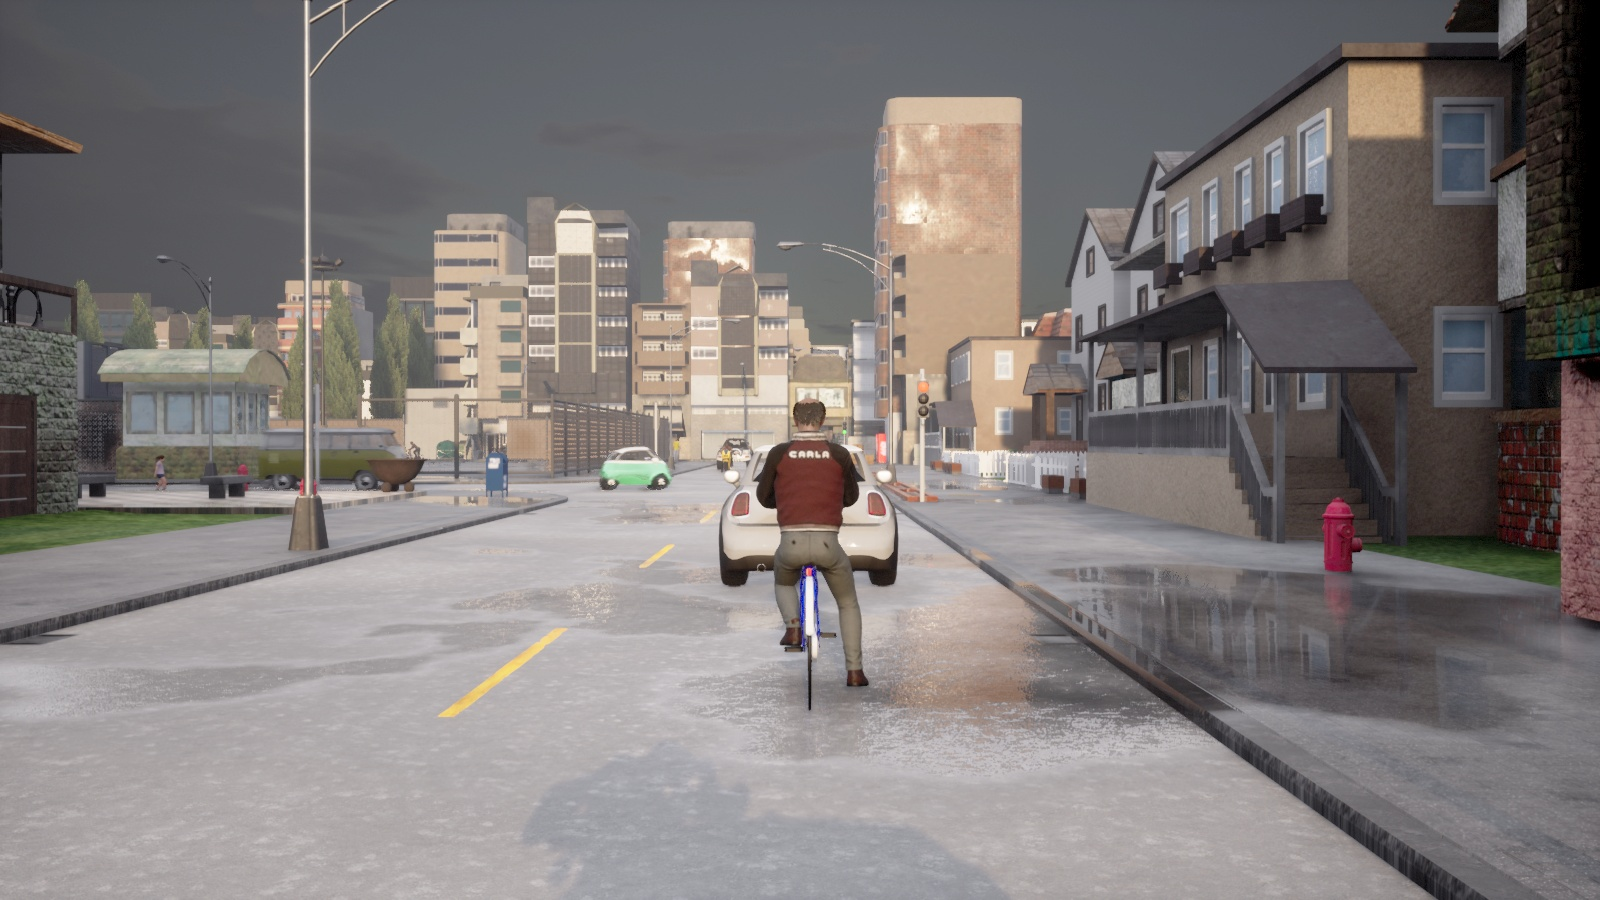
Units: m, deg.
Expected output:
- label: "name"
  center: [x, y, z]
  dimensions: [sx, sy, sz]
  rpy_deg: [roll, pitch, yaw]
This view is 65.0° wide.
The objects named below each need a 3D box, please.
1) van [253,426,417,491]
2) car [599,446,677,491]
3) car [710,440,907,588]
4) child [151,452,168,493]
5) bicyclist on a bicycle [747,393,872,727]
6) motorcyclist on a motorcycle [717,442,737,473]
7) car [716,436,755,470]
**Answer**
- label: "van"
  center: [-14.463, 0.264, 39.209]
  dimensions: [4.442, 1.987, 1.775]
  rpy_deg: [0, 0, 0]
- label: "car"
  center: [-5.171, 0.570, 40.003]
  dimensions: [2.207, 1.376, 1.481]
  rpy_deg: [0, 1, -18]
- label: "car"
  center: [0.091, 0.630, 14.454]
  dimensions: [1.970, 1.475, 3.806]
  rpy_deg: [0, 0, 0]
- label: "child"
  center: [-17.631, 0.617, 34.578]
  dimensions: [0.394, 1.110, 0.255]
  rpy_deg: [0, 0, -20]
- label: "bicyclist on a bicycle"
  center: [0.056, 0.573, 7.592]
  dimensions: [0.659, 1.776, 1.843]
  rpy_deg: [0, 1, 0]
- label: "motorcyclist on a motorcycle"
  center: [-3.636, 0.369, 62.667]
  dimensions: [0.797, 1.523, 2.044]
  rpy_deg: [0, 0, 2]
- label: "car"
  center: [-3.610, 0.158, 70.722]
  dimensions: [1.932, 1.855, 4.605]
  rpy_deg: [0, 0, 1]
